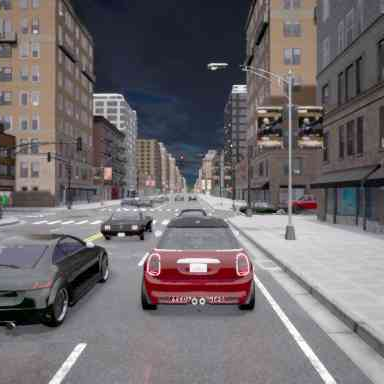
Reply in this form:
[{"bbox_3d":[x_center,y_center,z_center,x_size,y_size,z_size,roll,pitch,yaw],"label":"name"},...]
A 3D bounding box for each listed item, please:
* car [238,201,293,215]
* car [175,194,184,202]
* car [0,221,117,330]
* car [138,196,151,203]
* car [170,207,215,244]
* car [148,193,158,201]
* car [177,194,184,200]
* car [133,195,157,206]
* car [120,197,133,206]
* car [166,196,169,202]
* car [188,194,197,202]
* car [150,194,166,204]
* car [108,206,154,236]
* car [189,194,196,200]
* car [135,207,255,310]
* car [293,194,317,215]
[{"bbox_3d":[6.756,1.612,31.606,4.718,1.301,1.895,0,0,4],"label":"car"},{"bbox_3d":[-3.055,1.530,78.290,1.994,1.385,4.181,0,0,0],"label":"car"},{"bbox_3d":[-3.133,1.564,7.030,1.994,1.385,4.181,0,0,0],"label":"car"},{"bbox_3d":[-9.599,1.548,67.107,1.994,1.385,4.181,0,0,1],"label":"car"},{"bbox_3d":[0.051,1.563,16.663,1.994,1.385,4.181,0,0,1],"label":"car"},{"bbox_3d":[-9.547,1.224,81.888,2.097,1.767,4.553,0,0,0],"label":"car"},{"bbox_3d":[-3.030,1.370,88.293,1.812,1.442,4.674,0,0,0],"label":"car"},{"bbox_3d":[-6.483,1.557,46.497,1.994,1.385,4.181,0,0,0],"label":"car"},{"bbox_3d":[-9.720,1.539,51.429,2.033,1.411,5.357,0,0,0],"label":"car"},{"bbox_3d":[-6.310,1.533,76.330,1.994,1.385,4.181,0,0,0],"label":"car"},{"bbox_3d":[0.195,1.333,78.252,2.097,1.767,4.553,0,0,0],"label":"car"},{"bbox_3d":[-6.413,1.551,61.735,1.994,1.385,4.181,0,0,1],"label":"car"},{"bbox_3d":[-3.109,1.600,16.899,1.895,1.301,4.718,0,0,0],"label":"car"},{"bbox_3d":[0.220,1.370,88.285,1.812,1.442,4.674,0,0,0],"label":"car"},{"bbox_3d":[0.119,1.352,7.960,2.097,1.767,4.553,0,0,0],"label":"car"},{"bbox_3d":[12.351,1.256,34.476,5.566,2.045,2.150,0,0,0],"label":"car"}]
